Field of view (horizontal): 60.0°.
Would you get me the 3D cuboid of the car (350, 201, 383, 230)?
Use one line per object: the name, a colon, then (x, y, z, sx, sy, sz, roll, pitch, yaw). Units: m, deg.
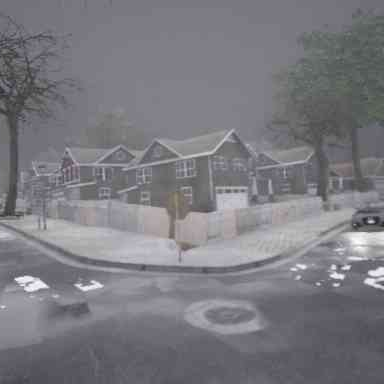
car: (9.786, 1.184, 17.653, 1.994, 1.385, 4.181, -6, -2, 37)
